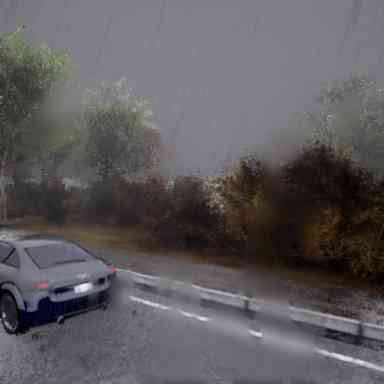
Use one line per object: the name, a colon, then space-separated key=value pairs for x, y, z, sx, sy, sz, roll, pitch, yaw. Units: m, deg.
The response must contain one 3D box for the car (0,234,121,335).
car: x=-3.374 y=1.580 z=6.851 sx=4.181 sy=1.385 sz=1.994 roll=0 pitch=0 yaw=39
